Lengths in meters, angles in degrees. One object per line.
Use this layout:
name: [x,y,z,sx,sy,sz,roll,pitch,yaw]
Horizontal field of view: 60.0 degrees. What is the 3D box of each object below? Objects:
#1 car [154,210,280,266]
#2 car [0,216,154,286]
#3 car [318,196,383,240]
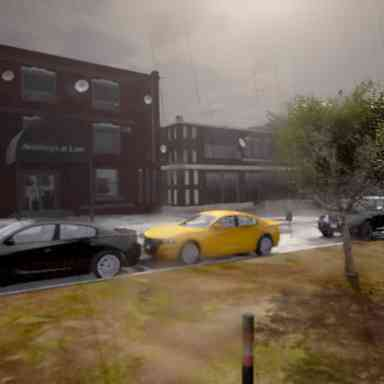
car: [0.804,1.390,11.253,5.008,1.535,2.097,1,0,-33]
car: [-3.704,1.361,8.019,5.008,1.535,2.097,1,0,-33]
car: [8.838,1.247,17.013,5.566,2.045,2.435,1,0,-35]
